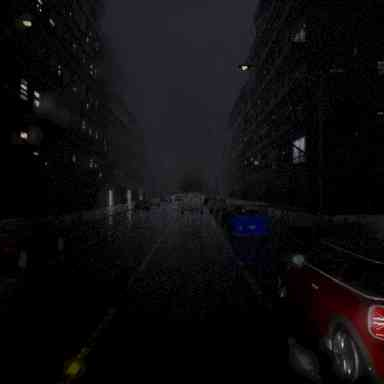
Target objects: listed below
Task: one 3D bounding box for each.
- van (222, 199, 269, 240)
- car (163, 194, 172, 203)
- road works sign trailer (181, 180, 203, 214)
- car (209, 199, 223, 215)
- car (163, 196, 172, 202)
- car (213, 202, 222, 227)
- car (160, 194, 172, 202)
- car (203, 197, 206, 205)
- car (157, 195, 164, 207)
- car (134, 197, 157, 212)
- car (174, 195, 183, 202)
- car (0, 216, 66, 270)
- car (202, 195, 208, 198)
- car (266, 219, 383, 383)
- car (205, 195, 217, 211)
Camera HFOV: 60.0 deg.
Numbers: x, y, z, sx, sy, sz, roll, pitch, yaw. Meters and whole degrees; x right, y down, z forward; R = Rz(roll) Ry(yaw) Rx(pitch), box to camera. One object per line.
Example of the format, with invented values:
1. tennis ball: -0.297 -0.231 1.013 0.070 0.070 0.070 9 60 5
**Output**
1. van: 2.692 1.337 16.643 1.690 1.788 3.998 0 0 0
2. car: -5.689 1.408 67.375 1.967 1.590 4.097 0 0 0
3. road works sign trailer: 0.000 0.453 34.685 2.380 3.560 2.880 0 0 0
4. car: 2.692 1.537 27.916 1.887 1.381 4.507 0 0 0
5. car: -5.690 1.541 78.648 1.802 1.307 4.206 0 0 0
6. car: 2.691 1.560 22.280 1.947 1.339 4.313 0 0 0
7. car: -5.688 1.279 73.011 2.192 1.841 5.009 0 0 0
8. car: 2.692 1.537 39.188 2.008 1.369 4.403 0 0 0
9. car: -5.689 1.505 50.295 1.752 1.417 4.829 0 0 0
10. car: -5.689 1.553 39.191 1.947 1.339 4.313 0 0 0
11. car: -3.001 1.460 75.959 2.033 1.411 5.357 0 0 0
12. car: -5.689 1.542 11.010 1.887 1.381 4.507 0 0 0
13. car: 2.693 1.295 50.461 2.192 1.841 5.009 0 0 0
14. car: 2.692 1.439 5.370 1.967 1.590 4.097 0 0 0
15. car: 2.692 1.429 33.553 1.967 1.590 4.097 0 0 0
